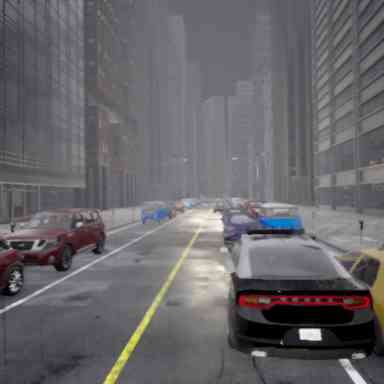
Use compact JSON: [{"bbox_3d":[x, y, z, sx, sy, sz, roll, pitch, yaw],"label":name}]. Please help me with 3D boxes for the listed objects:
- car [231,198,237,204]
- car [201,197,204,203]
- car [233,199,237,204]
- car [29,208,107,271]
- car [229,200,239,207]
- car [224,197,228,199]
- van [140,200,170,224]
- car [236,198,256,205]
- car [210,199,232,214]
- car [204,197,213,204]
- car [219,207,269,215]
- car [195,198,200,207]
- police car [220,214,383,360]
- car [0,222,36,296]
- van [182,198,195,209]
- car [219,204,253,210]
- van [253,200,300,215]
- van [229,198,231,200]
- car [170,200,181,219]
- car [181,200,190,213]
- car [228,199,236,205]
[{"bbox_3d":[6.604,1.873,44.754,1.967,1.590,4.097,-1,-1,5],"label":"car"},{"bbox_3d":[1.314,2.545,84.403,1.752,1.417,4.829,-1,-1,5],"label":"car"},{"bbox_3d":[6.146,1.917,39.163,1.887,1.381,4.507,-1,-1,5],"label":"car"},{"bbox_3d":[-4.653,1.541,11.902,2.192,1.841,5.009,-1,-1,5],"label":"car"},{"bbox_3d":[8.446,2.244,67.113,1.947,1.339,4.313,-1,-1,5],"label":"car"},{"bbox_3d":[5.326,2.243,62.885,1.994,1.385,4.181,-1,-1,5],"label":"car"},{"bbox_3d":[-3.273,1.747,28.673,1.690,1.788,3.998,-1,-1,5],"label":"van"},{"bbox_3d":[5.222,1.566,27.986,2.192,1.841,5.009,-1,-1,5],"label":"car"},{"bbox_3d":[3.713,2.011,43.117,2.033,1.411,5.357,-1,-1,5],"label":"car"},{"bbox_3d":[4.758,2.421,92.603,2.097,1.767,4.553,-1,-1,5],"label":"car"},{"bbox_3d":[2.396,1.684,16.302,1.812,1.442,4.674,-1,-1,5],"label":"car"},{"bbox_3d":[-0.052,2.273,67.804,1.967,1.590,4.097,-1,-1,5],"label":"car"},{"bbox_3d":[1.583,1.478,6.447,1.930,1.638,5.238,-1,-1,5],"label":"police car"},{"bbox_3d":[-5.111,1.606,6.310,1.967,1.590,4.097,-1,-1,5],"label":"car"},{"bbox_3d":[-0.974,2.051,56.624,1.690,1.788,3.998,-1,-1,5],"label":"van"},{"bbox_3d":[2.888,1.748,22.281,1.812,1.442,4.674,-1,-1,5],"label":"car"},{"bbox_3d":[4.303,1.472,16.806,1.690,1.788,3.998,-1,-1,5],"label":"van"},{"bbox_3d":[7.522,1.897,55.935,1.690,1.788,3.998,-1,-1,5],"label":"van"},{"bbox_3d":[-2.814,1.782,34.263,2.192,1.841,5.009,-1,-1,5],"label":"car"},{"bbox_3d":[-1.890,2.139,45.441,2.008,1.369,4.403,-1,-1,5],"label":"car"},{"bbox_3d":[9.378,2.329,78.463,1.752,1.417,4.829,-1,-1,5],"label":"car"}]
